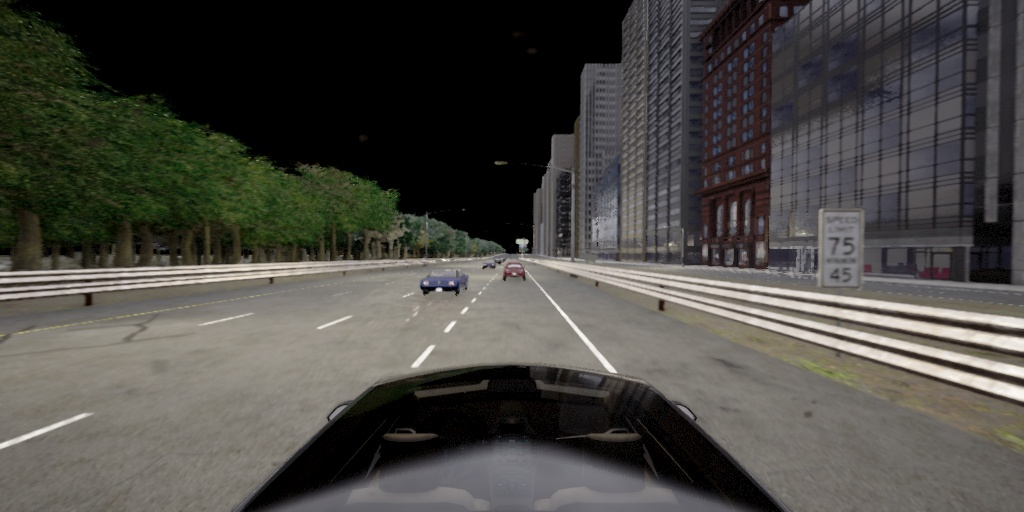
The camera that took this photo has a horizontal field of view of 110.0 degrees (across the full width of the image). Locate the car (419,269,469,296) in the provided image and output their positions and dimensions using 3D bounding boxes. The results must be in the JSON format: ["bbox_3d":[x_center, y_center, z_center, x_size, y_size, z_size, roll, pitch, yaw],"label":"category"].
[{"bbox_3d":[-3.444,1.324,19.192,1.895,1.301,4.718,0,0,0],"label":"car"}]

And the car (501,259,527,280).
[{"bbox_3d":[0.195,1.272,31.161,1.812,1.442,4.674,0,0,0],"label":"car"}]

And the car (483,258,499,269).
[{"bbox_3d":[-3.391,1.342,54.866,1.895,1.301,4.718,0,0,0],"label":"car"}]
